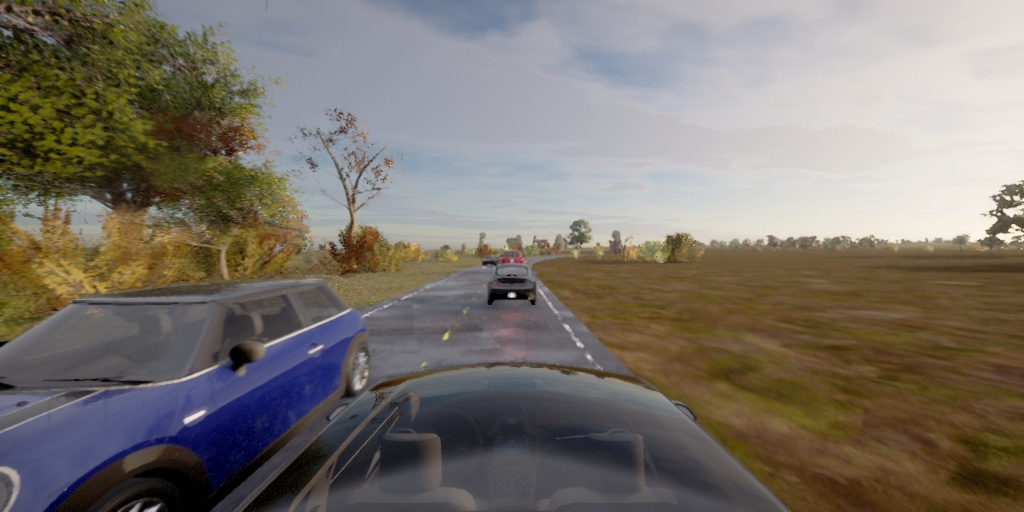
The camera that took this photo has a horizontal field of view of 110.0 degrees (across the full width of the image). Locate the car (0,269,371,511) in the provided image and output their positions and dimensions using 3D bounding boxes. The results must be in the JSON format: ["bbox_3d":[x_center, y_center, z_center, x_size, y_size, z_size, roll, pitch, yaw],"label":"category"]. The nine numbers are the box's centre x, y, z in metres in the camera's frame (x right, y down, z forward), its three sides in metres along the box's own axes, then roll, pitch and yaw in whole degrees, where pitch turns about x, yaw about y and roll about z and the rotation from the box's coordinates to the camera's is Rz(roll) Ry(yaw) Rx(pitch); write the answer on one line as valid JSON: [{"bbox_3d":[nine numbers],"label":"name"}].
[{"bbox_3d":[-3.101,1.070,3.310,2.097,1.767,4.553,0,1,0],"label":"car"}]

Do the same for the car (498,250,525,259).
[{"bbox_3d":[0.076,0.464,34.992,2.150,2.045,5.566,0,1,1],"label":"car"}]

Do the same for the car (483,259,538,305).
[{"bbox_3d":[0.002,1.057,14.851,1.837,1.490,4.892,0,1,0],"label":"car"}]

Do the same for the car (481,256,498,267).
[{"bbox_3d":[-2.638,0.682,45.043,1.895,1.301,4.718,0,1,4],"label":"car"}]
